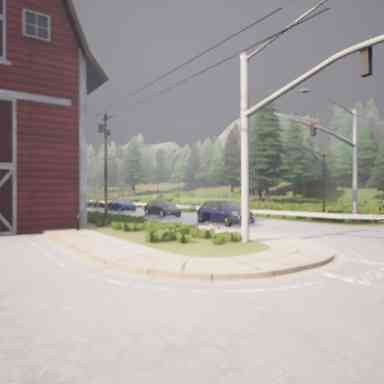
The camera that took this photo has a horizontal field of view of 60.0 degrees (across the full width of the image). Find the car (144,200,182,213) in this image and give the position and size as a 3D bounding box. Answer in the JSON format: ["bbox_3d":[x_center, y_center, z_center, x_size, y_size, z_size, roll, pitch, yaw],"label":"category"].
[{"bbox_3d":[-2.756,1.563,30.860,1.837,1.490,4.892,0,0,-34],"label":"car"}]

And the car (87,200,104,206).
[{"bbox_3d":[-13.693,1.708,46.856,1.895,1.301,4.718,0,0,-34],"label":"car"}]

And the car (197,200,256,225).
[{"bbox_3d":[2.347,1.388,23.420,2.097,1.767,4.553,0,0,-34],"label":"car"}]

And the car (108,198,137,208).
[{"bbox_3d":[-8.152,1.560,38.737,1.882,1.535,5.008,0,0,-35],"label":"car"}]

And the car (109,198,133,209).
[{"bbox_3d":[-10.471,1.622,48.645,1.812,1.442,4.674,0,0,-34],"label":"car"}]
